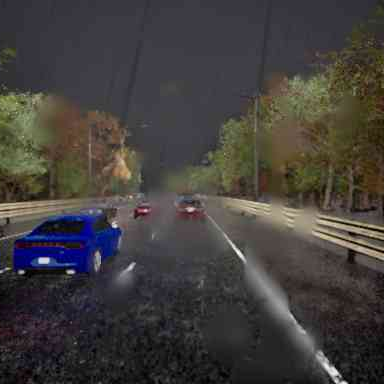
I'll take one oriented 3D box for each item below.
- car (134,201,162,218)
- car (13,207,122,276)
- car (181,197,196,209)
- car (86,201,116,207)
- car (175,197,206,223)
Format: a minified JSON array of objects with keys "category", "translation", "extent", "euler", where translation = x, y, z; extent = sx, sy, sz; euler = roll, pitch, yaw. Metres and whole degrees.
[{"category":"car","translation":[-3.707,1.445,28.249],"extent":[1.994,1.385,4.181],"euler":[0,0,-1]},{"category":"car","translation":[-3.454,1.435,10.198],"extent":[1.882,1.535,5.008],"euler":[0,0,0]},{"category":"car","translation":[-0.530,1.354,42.213],"extent":[1.812,1.442,4.674],"euler":[0,0,-1]},{"category":"car","translation":[-7.153,1.439,25.929],"extent":[2.033,1.411,5.357],"euler":[0,0,-1]},{"category":"car","translation":[-0.137,1.248,24.495],"extent":[2.097,1.767,4.553],"euler":[0,0,-1]}]
